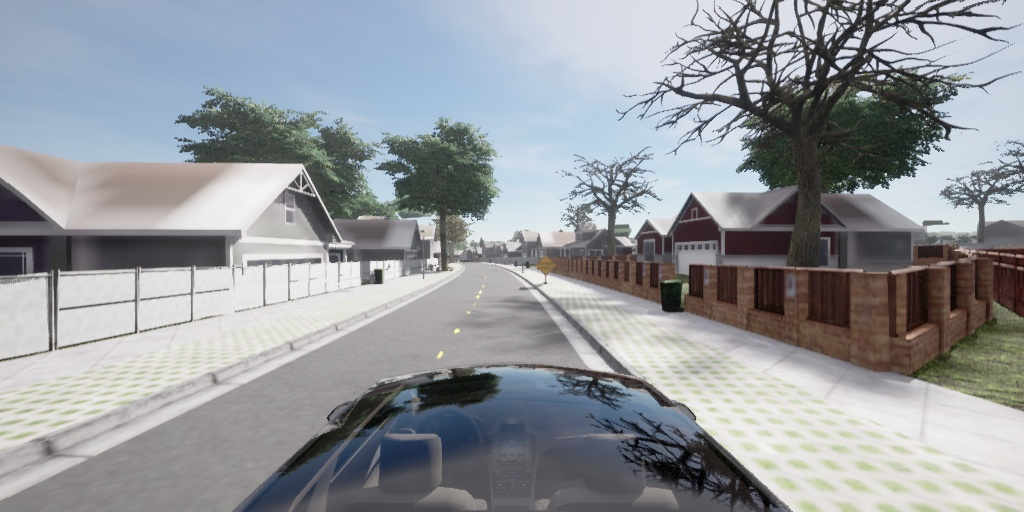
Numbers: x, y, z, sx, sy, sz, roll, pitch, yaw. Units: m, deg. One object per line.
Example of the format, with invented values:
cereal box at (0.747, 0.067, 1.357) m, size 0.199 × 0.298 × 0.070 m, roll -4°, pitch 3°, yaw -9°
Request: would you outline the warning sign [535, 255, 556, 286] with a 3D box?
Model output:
warning sign at (2.072, 0.851, 22.136) m, size 1.300 × 1.860 × 1.060 m, roll 0°, pitch 0°, yaw -2°
